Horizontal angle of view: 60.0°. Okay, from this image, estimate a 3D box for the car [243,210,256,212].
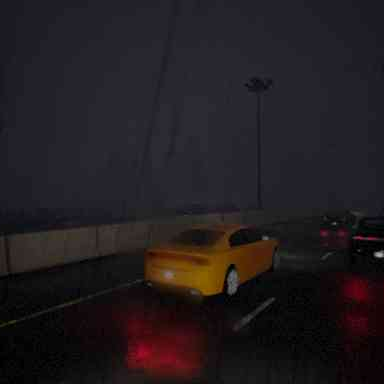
[{"bbox_3d":[7.602,2.283,39.732,1.994,1.385,4.181,-1,-2,32],"label":"car"}]

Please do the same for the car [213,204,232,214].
[{"bbox_3d":[4.355,2.243,41.147,1.837,1.490,4.892,-1,-2,32],"label":"car"}]

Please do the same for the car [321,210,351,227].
[{"bbox_3d":[11.411,2.020,25.741,1.895,1.301,4.718,-1,-2,32],"label":"car"}]

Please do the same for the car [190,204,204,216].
[{"bbox_3d":[-0.067,2.183,40.710,1.882,1.535,5.008,-1,-2,32],"label":"car"}]

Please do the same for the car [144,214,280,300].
[{"bbox_3d":[0.836,1.574,8.896,1.882,1.535,5.008,-1,-1,32],"label":"car"}]

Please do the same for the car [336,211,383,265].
[{"bbox_3d":[6.678,1.624,11.621,2.128,1.511,4.902,-1,-1,32],"label":"car"}]

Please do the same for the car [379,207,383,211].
[{"bbox_3d":[16.964,1.848,28.009,2.097,1.767,4.553,-1,-2,32],"label":"car"}]
